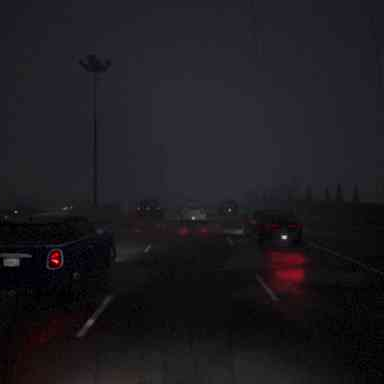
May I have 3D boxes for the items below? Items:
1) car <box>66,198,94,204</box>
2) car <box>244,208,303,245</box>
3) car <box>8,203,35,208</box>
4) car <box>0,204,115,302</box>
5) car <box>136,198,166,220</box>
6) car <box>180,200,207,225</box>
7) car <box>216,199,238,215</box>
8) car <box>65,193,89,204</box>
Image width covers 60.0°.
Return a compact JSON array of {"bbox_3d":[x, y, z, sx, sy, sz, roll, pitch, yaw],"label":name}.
[{"bbox_3d":[-10.595,1.587,33.391,1.895,1.301,4.718,0,0,0],"label":"car"},{"bbox_3d":[3.596,1.499,15.358,1.837,1.490,4.892,0,0,0],"label":"car"},{"bbox_3d":[-14.101,1.589,27.431,1.895,1.301,4.718,0,0,0],"label":"car"},{"bbox_3d":[-3.401,1.348,8.416,2.097,1.767,4.553,0,0,0],"label":"car"},{"bbox_3d":[-3.406,1.340,28.097,2.097,1.767,4.553,0,0,0],"label":"car"},{"bbox_3d":[0.095,1.516,24.090,1.812,1.442,4.674,0,0,0],"label":"car"},{"bbox_3d":[3.592,1.491,34.103,1.837,1.490,4.892,0,0,0],"label":"car"},{"bbox_3d":[-17.513,1.201,51.138,2.150,2.045,5.566,0,0,1],"label":"car"}]
